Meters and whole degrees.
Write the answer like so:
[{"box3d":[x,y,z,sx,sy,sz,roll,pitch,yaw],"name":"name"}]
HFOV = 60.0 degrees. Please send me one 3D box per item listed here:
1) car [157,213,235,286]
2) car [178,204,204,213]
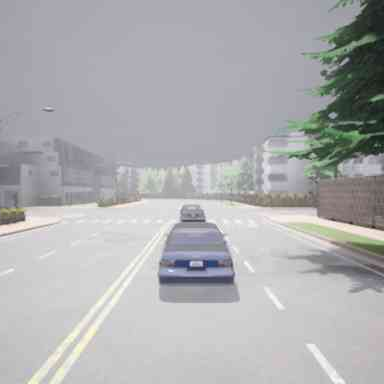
[{"box3d":[0.094,1.576,9.558,2.033,1.411,5.357,0,0,0],"name":"car"},{"box3d":[-0.045,1.620,24.455,2.033,1.411,5.357,0,0,-2],"name":"car"}]
